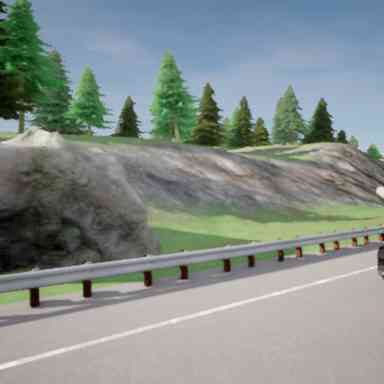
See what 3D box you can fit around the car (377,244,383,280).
[{"bbox_3d":[6.569,1.505,8.475,4.892,1.490,1.837,0,0,-36],"label":"car"}]
